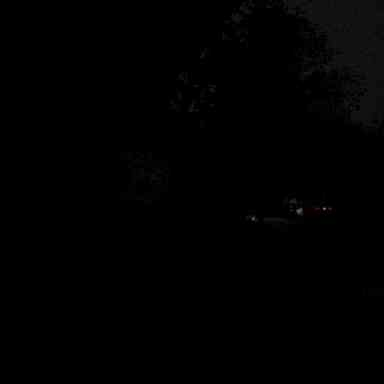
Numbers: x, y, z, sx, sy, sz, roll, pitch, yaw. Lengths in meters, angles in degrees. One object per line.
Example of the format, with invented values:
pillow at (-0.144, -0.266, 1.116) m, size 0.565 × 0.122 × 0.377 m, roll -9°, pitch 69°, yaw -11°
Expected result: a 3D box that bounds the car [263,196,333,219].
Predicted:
car at (7.124, 0.991, 23.296) m, size 2.033 × 1.411 × 5.357 m, roll 1°, pitch 2°, yaw -31°
